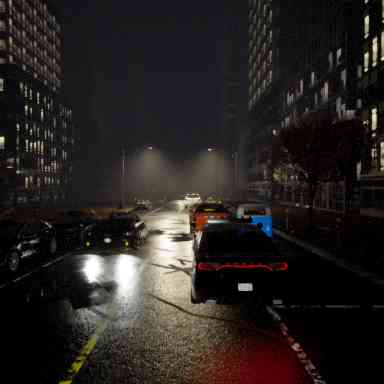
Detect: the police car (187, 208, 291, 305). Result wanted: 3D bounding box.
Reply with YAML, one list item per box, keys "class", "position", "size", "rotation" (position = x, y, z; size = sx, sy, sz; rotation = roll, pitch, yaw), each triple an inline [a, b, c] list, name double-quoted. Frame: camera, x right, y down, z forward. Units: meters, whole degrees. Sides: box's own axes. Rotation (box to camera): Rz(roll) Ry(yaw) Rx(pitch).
- class: "police car"
  position: [0.917, 1.423, 8.269]
  size: [1.930, 1.638, 5.238]
  rotation: [0, 0, 0]

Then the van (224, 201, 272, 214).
- class: "van"
  position: [2.708, 1.337, 16.031]
  size: [1.690, 1.788, 3.998]
  rotation: [-1, 0, 0]

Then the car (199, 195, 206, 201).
- class: "car"
  position: [2.870, 1.562, 89.324]
  size: [1.752, 1.417, 4.829]
  rotation: [-1, 0, 0]

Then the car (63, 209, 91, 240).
- class: "car"
  position: [-5.668, 1.547, 16.048]
  size: [2.008, 1.369, 4.403]
  rotation: [-1, 0, 0]

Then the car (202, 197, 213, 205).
- class: "car"
  position: [2.810, 1.577, 61.029]
  size: [1.947, 1.339, 4.313]
  rotation: [-1, 0, 0]

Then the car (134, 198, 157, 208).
- class: "car"
  position: [-5.619, 1.551, 38.548]
  size: [2.008, 1.369, 4.403]
  rotation: [-1, 0, 0]

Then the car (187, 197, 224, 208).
- class: "car"
  position: [0.928, 1.348, 18.132]
  size: [2.097, 1.767, 4.553]
  rotation: [0, 0, 0]

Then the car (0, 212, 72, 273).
- class: "car"
  position: [-5.680, 1.548, 10.424]
  size: [2.008, 1.369, 4.403]
  rotation: [-1, 0, 0]

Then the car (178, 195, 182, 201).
- class: "car"
  position: [-2.803, 1.529, 90.713]
  size: [2.128, 1.511, 4.902]
  rotation: [0, 0, 0]

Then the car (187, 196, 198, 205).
- class: "car"
  position: [0.126, 1.487, 58.198]
  size: [1.882, 1.535, 5.008]
  rotation: [0, 0, 0]

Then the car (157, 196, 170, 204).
- class: "car"
  position: [-5.573, 1.451, 61.048]
  size: [1.967, 1.590, 4.097]
  rotation: [-1, 0, 0]

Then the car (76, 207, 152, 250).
- class: "car"
  position: [-3.069, 1.560, 14.055]
  size: [1.994, 1.385, 4.181]
  rotation: [0, 0, 0]

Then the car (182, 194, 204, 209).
- class: "car"
  position: [0.123, 1.224, 45.588]
  size: [2.150, 2.045, 5.566]
  rotation: [0, 0, 0]

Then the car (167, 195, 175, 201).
- class: "car"
  position: [-5.510, 1.618, 89.172]
  size: [1.802, 1.307, 4.206]
  rotation: [-1, 0, 0]

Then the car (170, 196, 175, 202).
- class: "car"
  position: [-5.534, 1.570, 77.923]
  size: [1.887, 1.381, 4.507]
  rotation: [-1, 0, 0]

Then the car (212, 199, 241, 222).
- class: "car"
  position: [2.734, 1.437, 27.280]
  size: [1.967, 1.590, 4.097]
  rotation: [-1, 0, 0]
